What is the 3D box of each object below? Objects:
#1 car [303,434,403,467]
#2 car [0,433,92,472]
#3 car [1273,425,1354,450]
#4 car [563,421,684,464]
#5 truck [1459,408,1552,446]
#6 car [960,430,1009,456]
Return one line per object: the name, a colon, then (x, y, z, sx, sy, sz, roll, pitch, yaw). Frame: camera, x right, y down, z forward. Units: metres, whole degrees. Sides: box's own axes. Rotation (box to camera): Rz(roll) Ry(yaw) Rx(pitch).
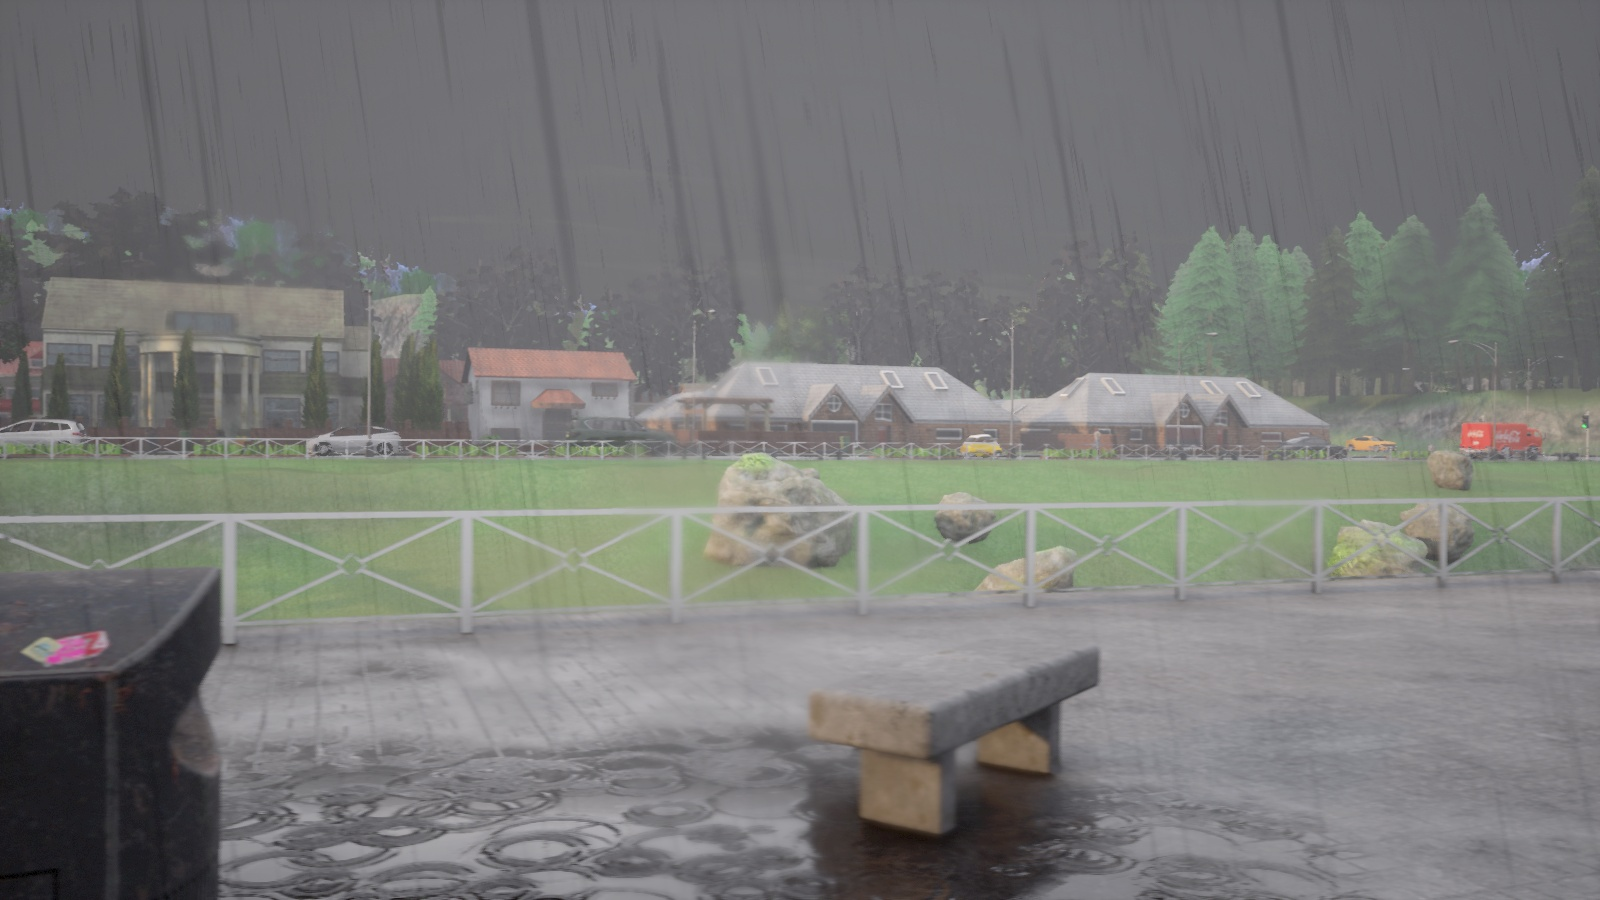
car: (-21.861, -0.018, 61.439, 4.514, 1.525, 2.007, -1, 1, -21)
car: (-34.701, 0.097, 56.566, 4.611, 1.667, 2.242, -1, 1, -21)
car: (31.692, -0.780, 77.480, 4.674, 1.442, 1.812, -1, 1, -21)
car: (-8.713, -0.400, 62.146, 5.566, 2.045, 2.150, -1, 1, -21)
truck: (46.741, -1.551, 83.183, 5.204, 2.467, 2.627, -1, 1, -21)
car: (10.180, -0.385, 69.319, 2.207, 1.376, 1.481, -1, 1, -21)
